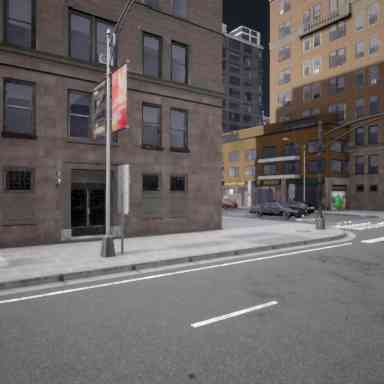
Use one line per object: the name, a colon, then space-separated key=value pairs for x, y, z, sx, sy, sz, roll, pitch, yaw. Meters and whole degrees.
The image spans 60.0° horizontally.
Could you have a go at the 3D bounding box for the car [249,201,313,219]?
car: x=7.433 y=1.541 z=29.184 sx=2.033 sy=1.411 sz=5.357 roll=0 pitch=0 yaw=-37

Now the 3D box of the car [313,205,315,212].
car: x=10.549 y=1.580 z=34.313 sx=1.947 sy=1.339 sz=4.313 roll=0 pitch=0 yaw=-35

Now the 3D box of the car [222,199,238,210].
car: x=4.182 y=1.594 z=43.311 sx=1.802 sy=1.307 sz=4.206 roll=0 pitch=0 yaw=-35
